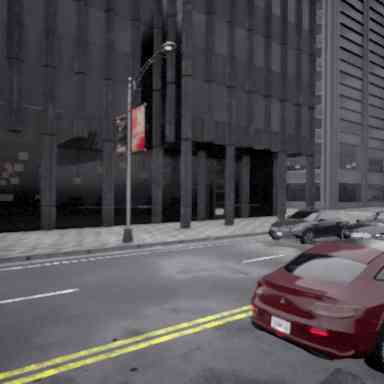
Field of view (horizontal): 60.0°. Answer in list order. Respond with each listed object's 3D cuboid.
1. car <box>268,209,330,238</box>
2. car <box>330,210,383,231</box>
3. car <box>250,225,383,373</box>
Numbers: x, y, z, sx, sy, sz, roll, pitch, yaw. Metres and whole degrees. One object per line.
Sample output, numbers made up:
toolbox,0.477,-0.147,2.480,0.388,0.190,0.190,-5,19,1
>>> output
car,5.663,1.537,15.698,4.674,1.442,1.812,0,0,-35
car,8.031,1.503,13.394,4.902,1.511,2.128,0,0,-35
car,3.006,1.531,5.584,4.674,1.442,1.812,0,0,-35
